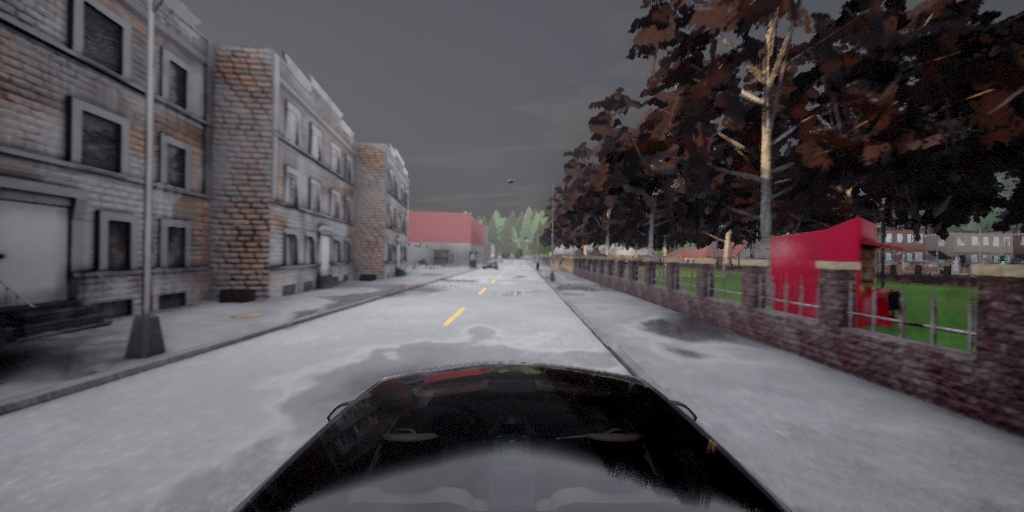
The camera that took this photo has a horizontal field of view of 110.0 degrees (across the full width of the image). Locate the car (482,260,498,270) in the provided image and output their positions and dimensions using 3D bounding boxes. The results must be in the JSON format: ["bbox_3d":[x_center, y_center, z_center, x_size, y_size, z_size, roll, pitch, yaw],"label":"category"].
[{"bbox_3d":[-2.941,1.234,49.689,1.994,1.385,4.181,1,0,2],"label":"car"}]
